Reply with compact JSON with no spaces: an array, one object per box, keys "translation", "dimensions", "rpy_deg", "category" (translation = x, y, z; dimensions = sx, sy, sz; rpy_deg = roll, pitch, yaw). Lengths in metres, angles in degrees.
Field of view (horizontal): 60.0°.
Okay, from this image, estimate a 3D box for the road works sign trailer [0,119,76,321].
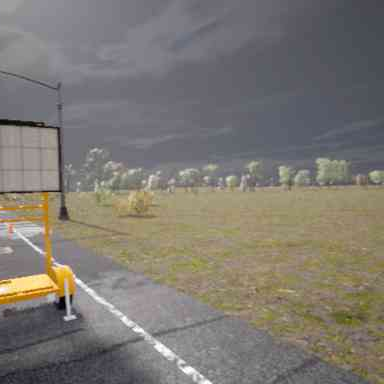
[{"translation":[-3.751,0.437,6.280],"dimensions":[2.380,3.560,2.880],"rpy_deg":[-2,1,-34],"category":"road works sign trailer"}]
